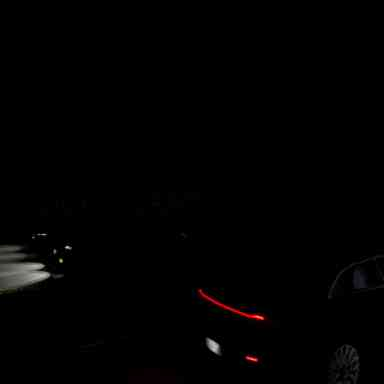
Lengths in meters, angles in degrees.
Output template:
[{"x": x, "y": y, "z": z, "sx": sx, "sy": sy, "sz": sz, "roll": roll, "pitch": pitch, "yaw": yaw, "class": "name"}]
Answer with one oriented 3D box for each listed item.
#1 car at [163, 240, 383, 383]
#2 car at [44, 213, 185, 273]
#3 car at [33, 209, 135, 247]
[{"x": 2.277, "y": 1.509, "z": 4.997, "sx": 4.902, "sy": 1.511, "sz": 2.128, "roll": 0, "pitch": 0, "yaw": -33, "class": "car"}, {"x": -2.231, "y": 1.545, "z": 10.631, "sx": 4.181, "sy": 1.385, "sz": 1.994, "roll": 0, "pitch": 0, "yaw": -31, "class": "car"}, {"x": -3.868, "y": 1.473, "z": 13.734, "sx": 4.892, "sy": 1.490, "sz": 1.837, "roll": 0, "pitch": 0, "yaw": -31, "class": "car"}]
